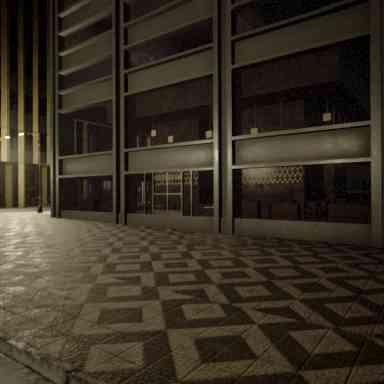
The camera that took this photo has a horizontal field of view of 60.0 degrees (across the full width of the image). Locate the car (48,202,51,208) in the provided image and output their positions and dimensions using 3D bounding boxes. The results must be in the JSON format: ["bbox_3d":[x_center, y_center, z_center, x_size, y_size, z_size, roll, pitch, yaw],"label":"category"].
[{"bbox_3d":[-14.762,1.316,40.076,1.882,1.535,5.008,0,0,36],"label":"car"}]
